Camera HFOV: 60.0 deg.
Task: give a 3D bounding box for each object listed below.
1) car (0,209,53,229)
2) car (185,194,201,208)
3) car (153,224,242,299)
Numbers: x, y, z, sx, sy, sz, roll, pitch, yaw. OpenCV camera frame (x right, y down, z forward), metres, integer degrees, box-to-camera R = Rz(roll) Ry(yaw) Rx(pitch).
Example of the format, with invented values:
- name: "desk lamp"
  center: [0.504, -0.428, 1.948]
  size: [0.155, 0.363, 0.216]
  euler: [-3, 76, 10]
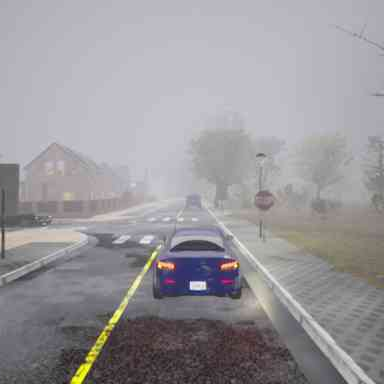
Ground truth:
- name: "car"
  center: [-11.029, 1.603, 20.158]
  size: [4.718, 1.301, 1.895]
  euler: [0, -2, 6]
- name: "car"
  center: [0.191, 1.305, 48.642]
  size: [2.150, 2.045, 5.566]
  euler: [0, 0, 0]
- name: "car"
  center: [0.107, 1.530, 8.315]
  size: [1.812, 1.442, 4.674]
  euler: [0, 0, 0]
